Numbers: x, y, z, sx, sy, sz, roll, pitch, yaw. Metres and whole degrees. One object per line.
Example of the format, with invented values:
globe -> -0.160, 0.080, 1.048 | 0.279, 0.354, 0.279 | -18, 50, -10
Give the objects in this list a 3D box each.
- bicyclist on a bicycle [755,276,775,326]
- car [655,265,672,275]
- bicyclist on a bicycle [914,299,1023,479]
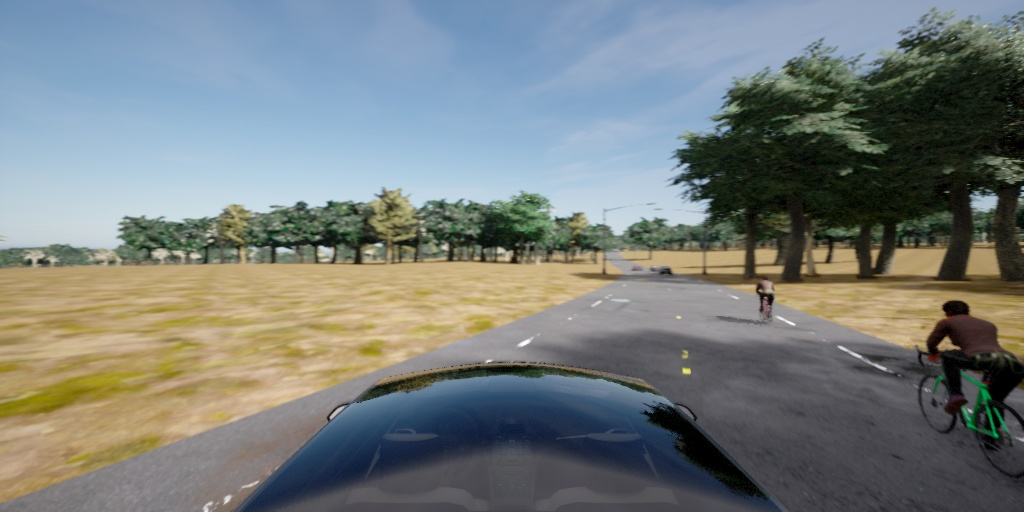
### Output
bicyclist on a bicycle -> 8.621, 1.497, 12.197 | 0.582, 1.620, 1.656 | 0, -1, 23
car -> 25.343, 2.397, 59.342 | 1.837, 1.490, 4.892 | 1, 0, 18
bicyclist on a bicycle -> 4.950, 1.316, 3.913 | 0.582, 1.620, 1.656 | 1, -1, 24
